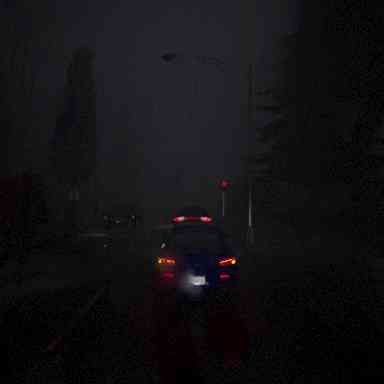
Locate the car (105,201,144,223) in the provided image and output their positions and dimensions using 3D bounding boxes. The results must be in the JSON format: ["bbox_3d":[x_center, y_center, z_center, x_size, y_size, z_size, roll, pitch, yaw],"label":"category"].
[{"bbox_3d":[-4.008,1.358,20.366,1.837,1.490,4.892,0,0,0],"label":"car"}]

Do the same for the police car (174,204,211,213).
[{"bbox_3d":[0.031,1.441,17.867,2.038,1.542,4.974,0,0,0],"label":"police car"}]

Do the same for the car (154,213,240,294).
[{"bbox_3d":[0.101,1.495,8.548,1.812,1.442,4.674,0,0,0],"label":"car"}]
